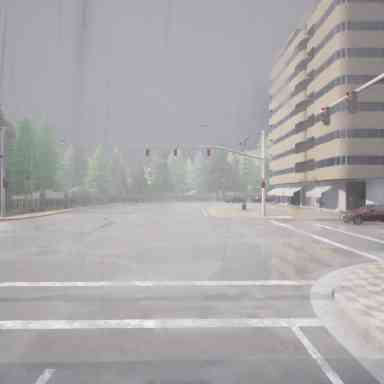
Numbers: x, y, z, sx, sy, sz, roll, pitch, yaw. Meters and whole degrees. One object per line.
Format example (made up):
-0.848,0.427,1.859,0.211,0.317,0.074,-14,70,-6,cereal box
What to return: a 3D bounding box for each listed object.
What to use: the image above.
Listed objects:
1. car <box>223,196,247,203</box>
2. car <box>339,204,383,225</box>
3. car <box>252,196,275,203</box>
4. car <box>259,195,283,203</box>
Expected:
8.874,1.547,68.199,5.357,1.411,2.033,0,0,-38,car
13.161,1.581,24.155,4.674,1.442,1.812,0,0,-1,car
14.187,1.525,67.903,4.674,1.442,1.812,0,0,-34,car
17.537,1.525,73.805,4.902,1.511,2.128,0,0,-23,car
